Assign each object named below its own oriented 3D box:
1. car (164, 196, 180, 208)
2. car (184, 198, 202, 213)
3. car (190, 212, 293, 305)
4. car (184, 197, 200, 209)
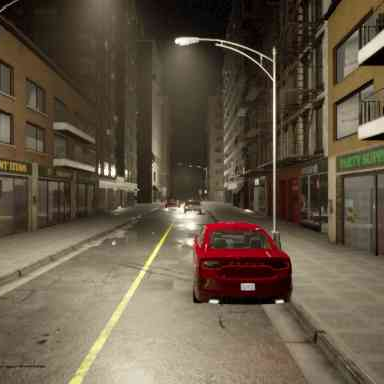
[{"bbox_3d":[-2.746,1.385,47.408,2.097,1.767,4.553,0,0,0],"label":"car"},{"bbox_3d":[0.080,1.622,36.636,1.895,1.301,4.718,0,0,0],"label":"car"},{"bbox_3d":[0.963,1.480,8.201,1.882,1.535,5.008,0,0,0],"label":"car"},{"bbox_3d":[0.030,1.523,46.711,2.128,1.511,4.902,0,0,0],"label":"car"}]
